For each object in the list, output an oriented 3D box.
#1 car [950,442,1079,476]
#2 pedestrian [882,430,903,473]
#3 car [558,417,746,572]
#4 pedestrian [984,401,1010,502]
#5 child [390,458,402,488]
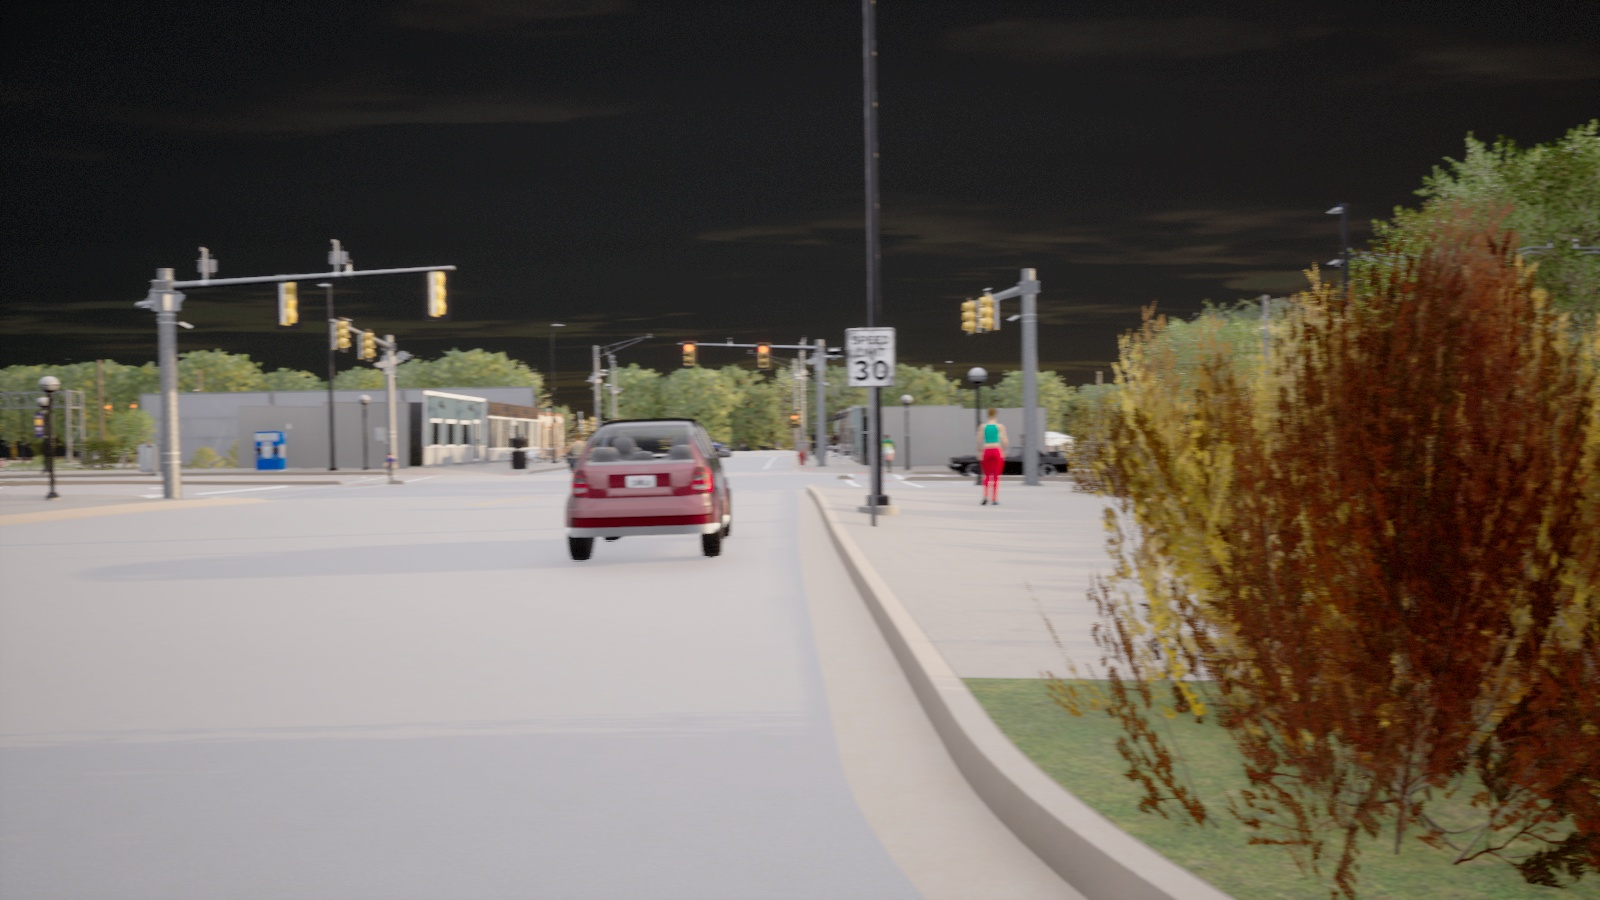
[{"bbox_3d":[8.456,0.347,49.819,4.718,1.301,1.895,0,1,-5],"label":"car"},{"bbox_3d":[4.393,0.066,59.614,0.659,1.952,0.873,-2,1,25],"label":"pedestrian"},{"bbox_3d":[-1.625,0.437,15.002,1.789,1.549,3.705,-3,1,-1],"label":"car"},{"bbox_3d":[3.654,0.023,23.263,0.345,1.836,0.594,-2,1,15],"label":"pedestrian"},{"bbox_3d":[-17.046,0.974,52.987,0.270,1.263,0.437,-2,1,2],"label":"child"}]
